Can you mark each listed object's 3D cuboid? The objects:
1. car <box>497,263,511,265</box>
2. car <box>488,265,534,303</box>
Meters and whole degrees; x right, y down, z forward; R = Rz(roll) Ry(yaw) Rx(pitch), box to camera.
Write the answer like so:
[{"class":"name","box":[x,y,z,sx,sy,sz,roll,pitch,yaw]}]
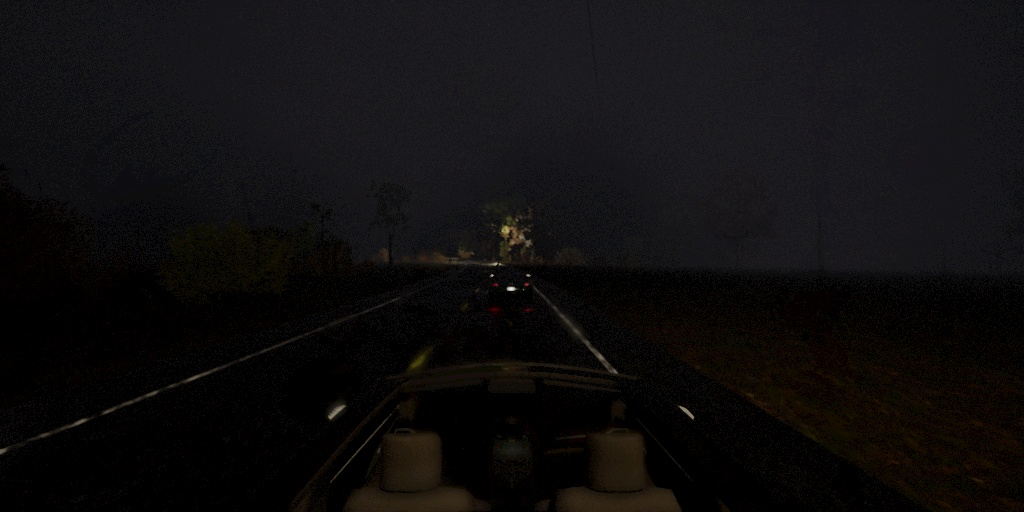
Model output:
[{"class":"car","box":[-0.881,1.380,38.417,1.895,1.301,4.718,0,0,-3]},{"class":"car","box":[-0.086,1.328,16.846,1.994,1.385,4.181,0,0,-1]}]
